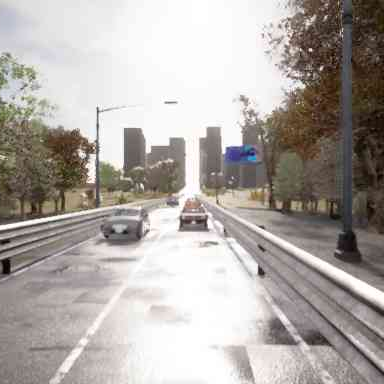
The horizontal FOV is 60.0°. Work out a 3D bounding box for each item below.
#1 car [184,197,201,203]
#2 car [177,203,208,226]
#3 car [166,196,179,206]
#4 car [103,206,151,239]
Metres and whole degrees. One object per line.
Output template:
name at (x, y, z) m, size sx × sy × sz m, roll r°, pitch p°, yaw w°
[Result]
car at (0.090, 1.473, 42.132) m, size 2.097 × 1.767 × 4.553 m, roll 0°, pitch 0°, yaw 0°
car at (0.102, 1.659, 23.519) m, size 1.895 × 1.301 × 4.718 m, roll 0°, pitch 0°, yaw 0°
car at (-3.323, 1.528, 58.469) m, size 2.097 × 1.767 × 4.553 m, roll 0°, pitch 0°, yaw 0°
car at (-3.348, 1.531, 17.753) m, size 2.128 × 1.511 × 4.902 m, roll 0°, pitch 0°, yaw 0°
